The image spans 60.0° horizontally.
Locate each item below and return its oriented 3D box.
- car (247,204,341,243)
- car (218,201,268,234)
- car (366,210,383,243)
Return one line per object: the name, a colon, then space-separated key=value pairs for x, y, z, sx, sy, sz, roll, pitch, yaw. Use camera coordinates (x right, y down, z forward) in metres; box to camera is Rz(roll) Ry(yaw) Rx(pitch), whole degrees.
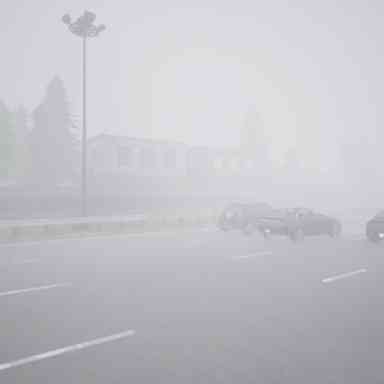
car: x=5.303 y=1.494 z=16.127 sx=4.902 sy=1.511 sz=2.128 roll=0 pitch=0 yaw=-36
car: x=3.739 y=1.355 z=19.311 sx=4.553 sy=1.767 sz=2.097 roll=0 pitch=0 yaw=-36
car: x=9.716 y=1.509 z=14.977 sx=4.892 sy=1.490 sz=1.837 roll=0 pitch=0 yaw=-35
